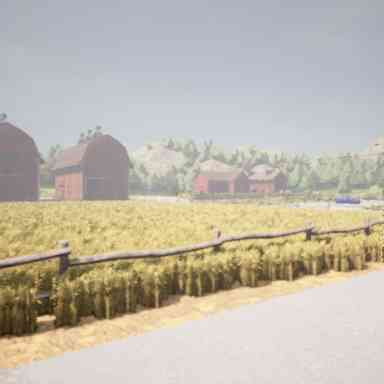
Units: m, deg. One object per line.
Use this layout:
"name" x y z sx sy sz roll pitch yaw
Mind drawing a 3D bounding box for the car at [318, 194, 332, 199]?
"car" 35.379 1.562 86.673 1.932 1.855 4.605 0 0 -36

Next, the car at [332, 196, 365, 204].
"car" 31.876 1.699 67.703 2.242 1.667 4.611 0 0 -36
